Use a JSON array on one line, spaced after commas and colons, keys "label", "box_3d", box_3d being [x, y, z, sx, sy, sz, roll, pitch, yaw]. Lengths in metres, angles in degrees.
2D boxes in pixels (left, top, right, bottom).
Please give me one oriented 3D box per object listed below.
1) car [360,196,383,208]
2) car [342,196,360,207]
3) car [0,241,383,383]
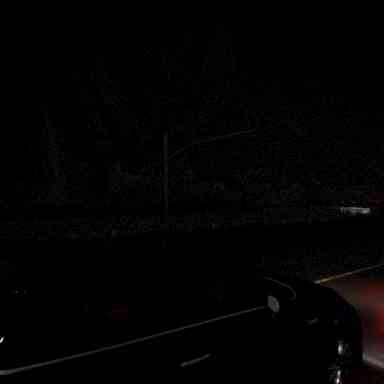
[{"label": "car", "box_3d": [24.489, 1.290, 43.434, 5.008, 1.535, 1.882, 0, 0, -36]}, {"label": "car", "box_3d": [23.055, 1.313, 46.718, 4.892, 1.490, 1.837, 0, 0, -36]}, {"label": "car", "box_3d": [-0.107, 1.351, 3.668, 4.553, 1.767, 2.097, 0, 0, -36]}]
